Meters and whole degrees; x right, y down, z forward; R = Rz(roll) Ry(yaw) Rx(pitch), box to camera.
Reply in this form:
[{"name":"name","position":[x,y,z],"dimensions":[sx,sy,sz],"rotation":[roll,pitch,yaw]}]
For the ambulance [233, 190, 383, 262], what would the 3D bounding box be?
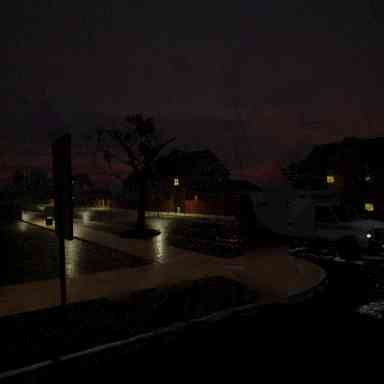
[{"name":"ambulance","position":[4.628,1.187,13.791],"dimensions":[2.351,2.431,6.366],"rotation":[-2,0,-36]}]
